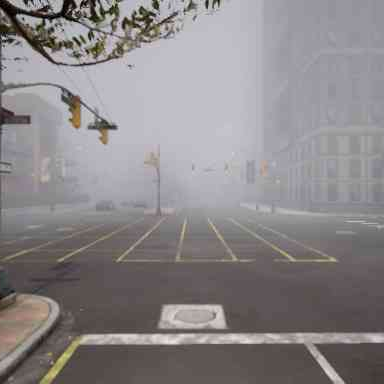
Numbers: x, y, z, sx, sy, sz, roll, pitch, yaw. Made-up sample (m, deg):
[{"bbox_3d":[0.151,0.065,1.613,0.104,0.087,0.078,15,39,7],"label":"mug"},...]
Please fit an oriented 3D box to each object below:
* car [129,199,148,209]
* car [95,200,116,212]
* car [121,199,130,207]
[{"bbox_3d":[-8.066,1.908,52.158,1.994,1.385,4.181,0,0,0],"label":"car"},{"bbox_3d":[-11.494,1.797,44.320,1.837,1.490,4.892,0,0,0],"label":"car"},{"bbox_3d":[-11.505,1.961,60.178,1.994,1.385,4.181,0,0,0],"label":"car"}]
